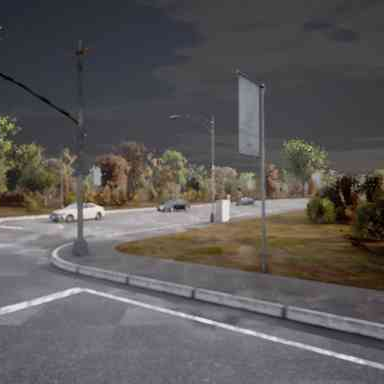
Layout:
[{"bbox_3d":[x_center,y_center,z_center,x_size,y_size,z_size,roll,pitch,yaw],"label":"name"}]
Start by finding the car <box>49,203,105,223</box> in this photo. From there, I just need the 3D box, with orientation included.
[{"bbox_3d":[-9.095,1.610,26.759,1.812,1.442,4.674,0,0,32],"label":"car"}]

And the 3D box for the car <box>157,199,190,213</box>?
[{"bbox_3d":[-2.046,1.577,38.161,2.128,1.511,4.902,0,0,32],"label":"car"}]

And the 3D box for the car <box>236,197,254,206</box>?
[{"bbox_3d":[9.005,1.616,55.842,1.812,1.442,4.674,0,0,32],"label":"car"}]
